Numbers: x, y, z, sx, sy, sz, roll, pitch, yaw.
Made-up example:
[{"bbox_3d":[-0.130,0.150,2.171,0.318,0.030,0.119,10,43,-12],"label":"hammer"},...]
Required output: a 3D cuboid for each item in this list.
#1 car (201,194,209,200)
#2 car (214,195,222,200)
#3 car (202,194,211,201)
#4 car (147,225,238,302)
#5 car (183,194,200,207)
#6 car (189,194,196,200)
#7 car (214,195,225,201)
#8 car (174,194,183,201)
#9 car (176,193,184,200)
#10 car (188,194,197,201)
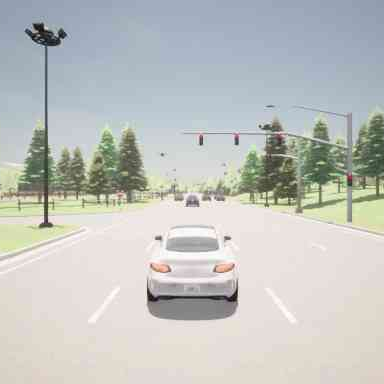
[{"bbox_3d":[3.670,1.407,93.085,2.033,1.411,5.357,0,0,0],"label":"car"},{"bbox_3d":[7.170,1.420,93.079,1.994,1.385,4.181,0,0,0],"label":"car"},{"bbox_3d":[3.652,1.379,83.052,2.097,1.767,4.553,0,0,0],"label":"car"},{"bbox_3d":[0.021,1.529,8.156,1.812,1.442,4.674,0,0,0],"label":"car"},{"bbox_3d":[0.095,1.372,52.029,2.097,1.767,4.553,0,0,0],"label":"car"},{"bbox_3d":[0.170,1.367,93.092,1.837,1.490,4.892,0,0,0],"label":"car"},{"bbox_3d":[7.151,1.548,82.659,2.128,1.511,4.902,0,0,0],"label":"car"},{"bbox_3d":[-3.348,1.575,83.062,1.994,1.385,4.181,0,0,0],"label":"car"},{"bbox_3d":[-3.330,1.222,93.068,2.097,1.767,4.553,0,0,0],"label":"car"},{"bbox_3d":[0.152,1.379,83.059,2.097,1.767,4.553,0,0,0],"label":"car"}]
